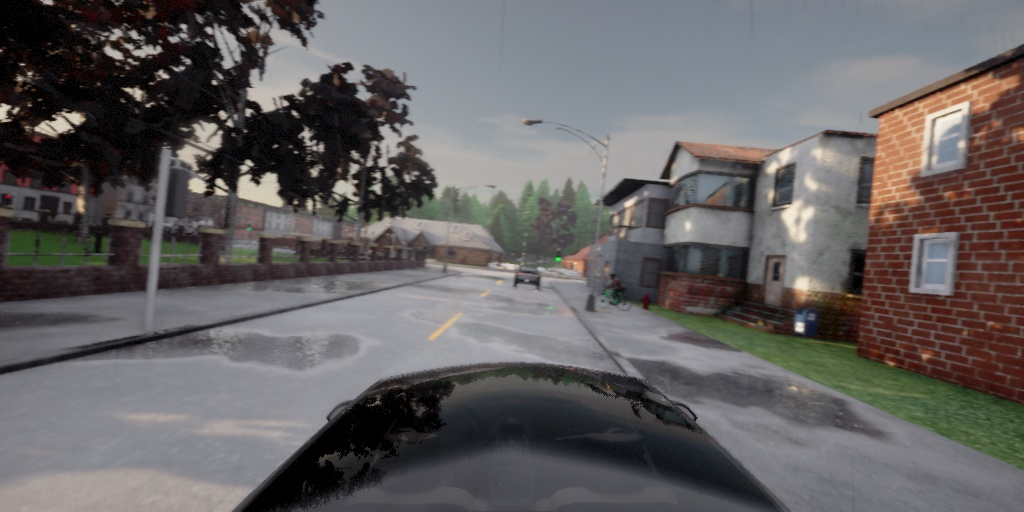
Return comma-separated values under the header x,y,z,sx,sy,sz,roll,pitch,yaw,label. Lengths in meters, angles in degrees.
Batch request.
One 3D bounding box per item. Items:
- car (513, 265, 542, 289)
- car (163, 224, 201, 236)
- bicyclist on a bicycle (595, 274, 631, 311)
x,y,z,sx,sy,sz,roll,pitch,yaw,label
1.136,1.464,26.298,2.128,1.511,4.902,6,0,3,car
-39.180,-2.787,43.216,4.553,1.767,2.097,6,0,3,car
4.628,1.639,16.225,1.656,1.620,0.582,7,0,3,bicyclist on a bicycle
